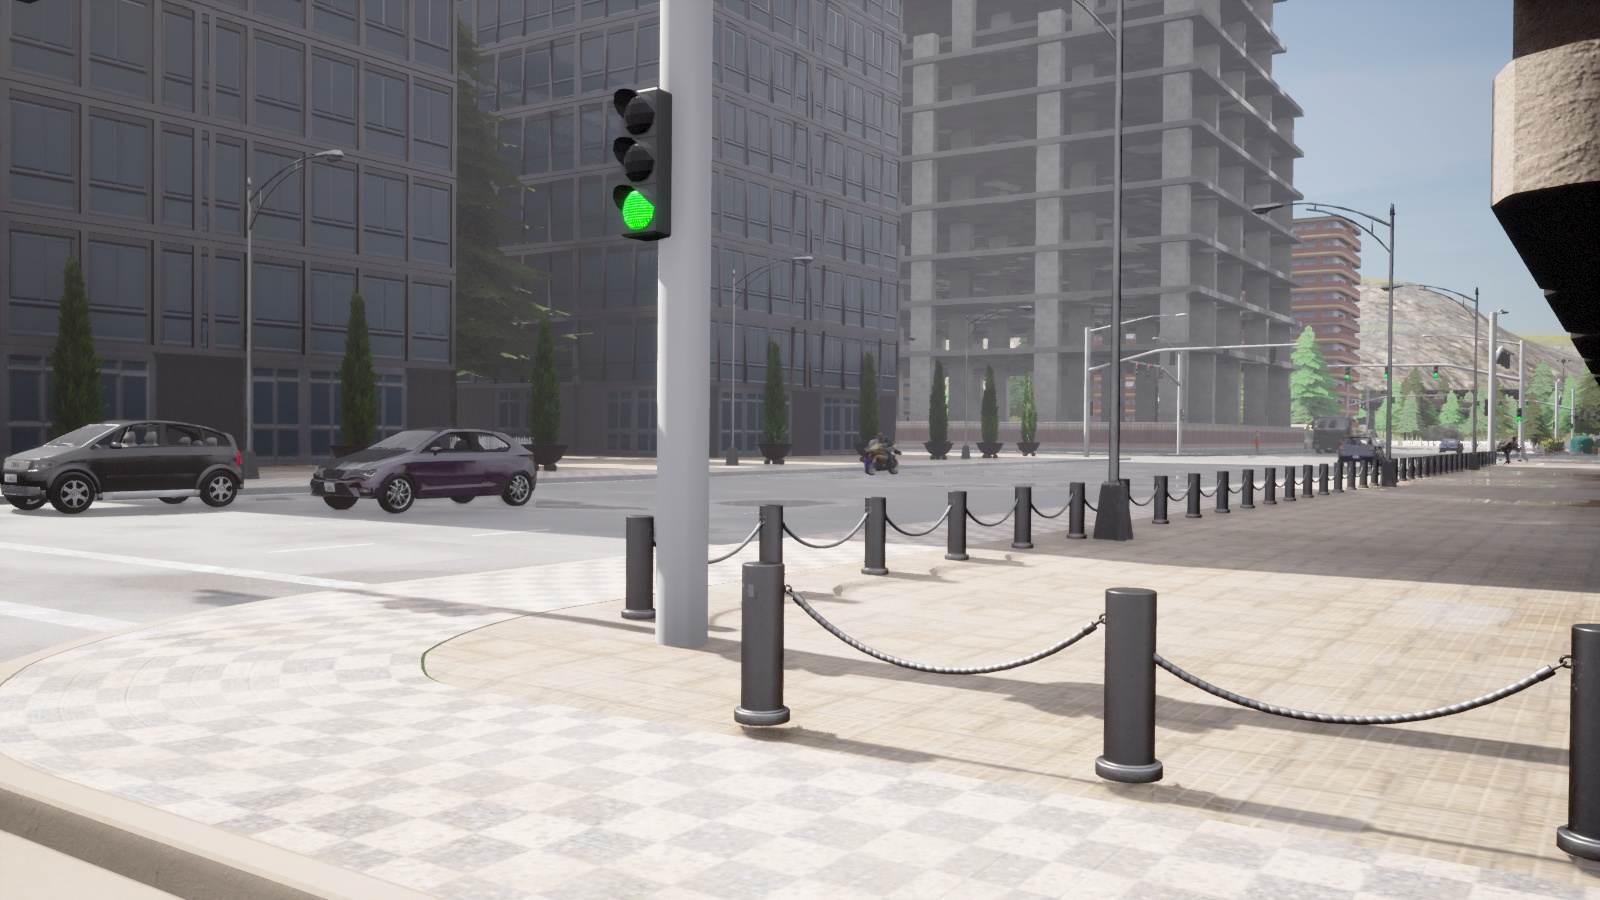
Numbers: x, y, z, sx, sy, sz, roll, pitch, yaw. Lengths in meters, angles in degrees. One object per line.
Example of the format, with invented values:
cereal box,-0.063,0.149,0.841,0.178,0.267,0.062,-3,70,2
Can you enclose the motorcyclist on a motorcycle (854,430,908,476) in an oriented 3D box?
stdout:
motorcyclist on a motorcycle,2.805,0.095,43.245,0.866,1.530,2.191,0,1,34

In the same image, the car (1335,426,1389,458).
car,27.429,-0.394,61.222,1.845,1.501,3.633,0,1,33

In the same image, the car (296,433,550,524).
car,-6.723,0.439,22.796,1.816,1.474,4.193,0,1,34

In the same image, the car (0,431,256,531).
car,-11.657,0.463,21.730,1.789,1.549,3.705,0,1,34
